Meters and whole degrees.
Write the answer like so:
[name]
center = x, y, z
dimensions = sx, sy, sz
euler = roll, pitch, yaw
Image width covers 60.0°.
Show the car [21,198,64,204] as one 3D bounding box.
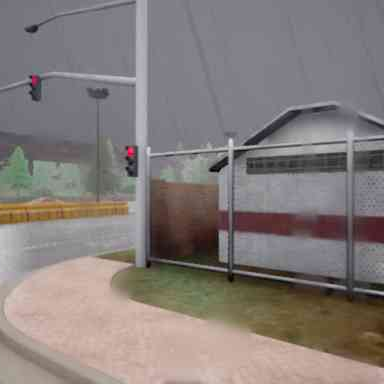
[car]
center = -17.250, 1.418, 38.328
dimensions = 1.882, 1.535, 5.008
euler = 0, 0, 34
